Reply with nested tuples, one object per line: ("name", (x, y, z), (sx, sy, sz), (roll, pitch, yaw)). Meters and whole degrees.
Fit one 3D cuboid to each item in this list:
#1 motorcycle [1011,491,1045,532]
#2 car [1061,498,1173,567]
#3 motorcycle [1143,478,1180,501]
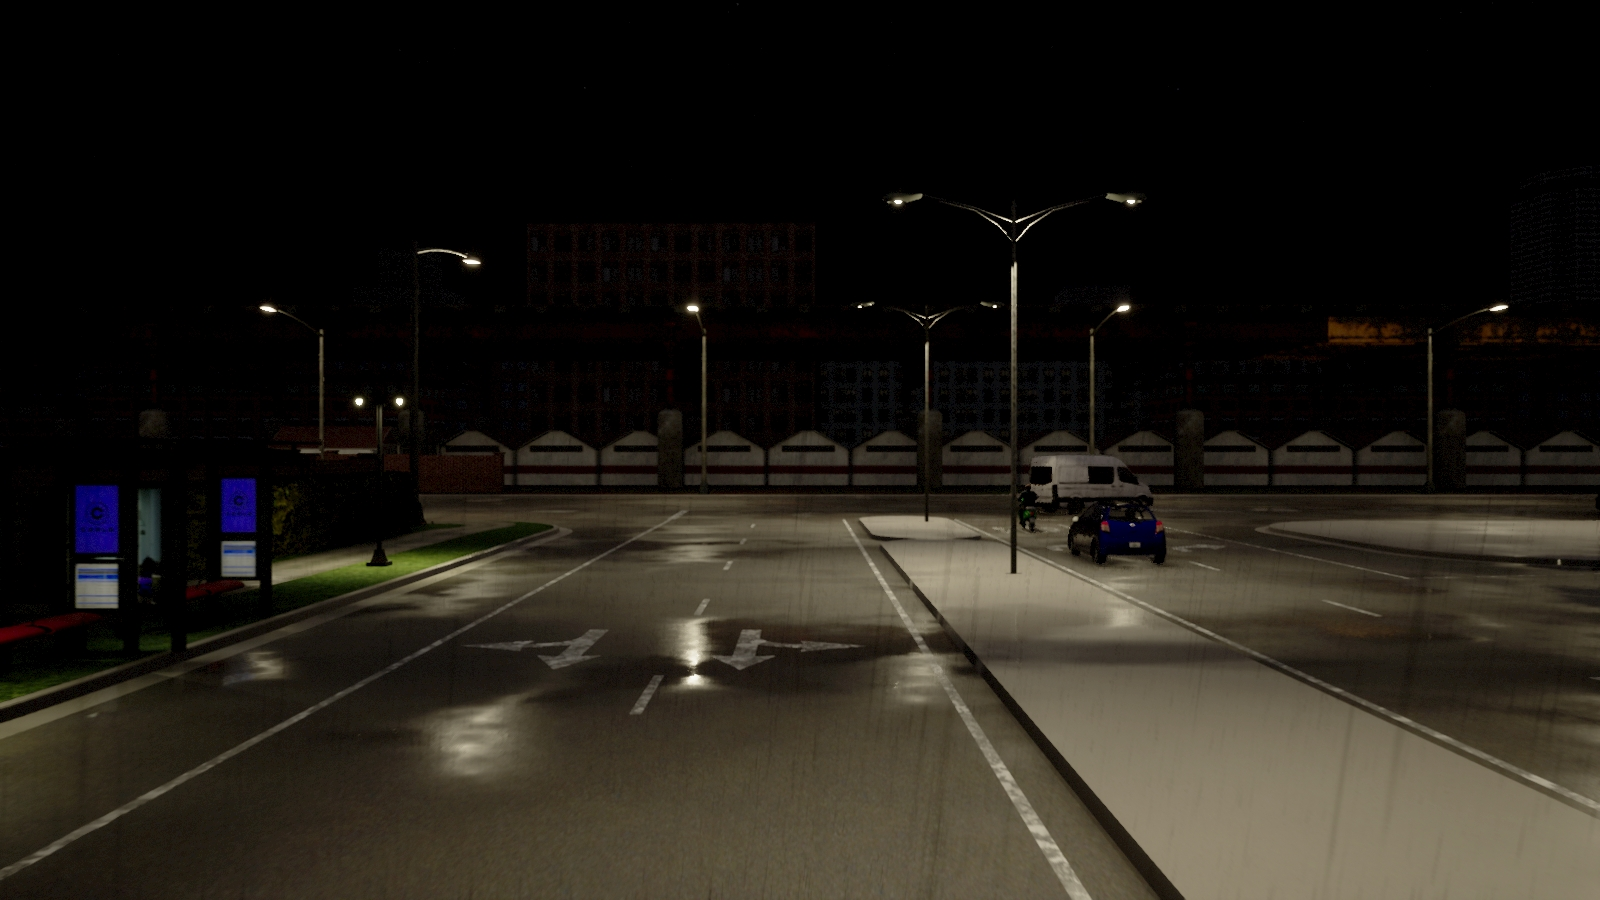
("motorcycle", (7.998, 2.142, 40.178), (0.856, 1.341, 1.805), (0, 0, 0))
("car", (8.006, 2.047, 29.164), (1.845, 1.501, 3.633), (0, 0, 0))
("motorcycle", (20.055, 2.202, 63.412), (1.805, 1.236, 0.856), (0, 0, 0))
